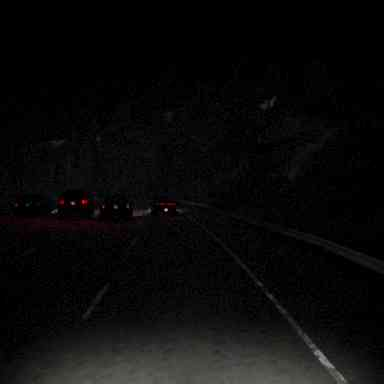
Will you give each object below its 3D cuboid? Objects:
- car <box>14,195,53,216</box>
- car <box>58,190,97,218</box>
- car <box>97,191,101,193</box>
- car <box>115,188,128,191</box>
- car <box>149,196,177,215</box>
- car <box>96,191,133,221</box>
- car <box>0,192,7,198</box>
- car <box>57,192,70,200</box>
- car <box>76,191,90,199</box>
[{"bbox_3d":[-13.152,0.999,27.872,2.097,1.767,4.553,-1,1,-10],"label":"car"},{"bbox_3d":[-8.991,0.868,26.146,2.150,2.045,5.566,0,0,-12],"label":"car"},{"bbox_3d":[-17.704,0.590,65.111,2.128,1.511,4.902,-1,1,-25],"label":"car"},{"bbox_3d":[-14.105,0.286,65.847,2.150,2.045,5.566,0,0,-25],"label":"car"},{"bbox_3d":[-2.454,1.087,27.953,1.837,1.490,4.892,0,1,-11],"label":"car"},{"bbox_3d":[-5.401,1.010,24.130,2.097,1.767,4.553,-1,1,-9],"label":"car"},{"bbox_3d":[-42.751,0.637,74.716,2.033,1.411,5.357,-1,1,-32],"label":"car"},{"bbox_3d":[-23.916,0.714,61.809,1.812,1.442,4.674,-1,1,-24],"label":"car"},{"bbox_3d":[-21.216,0.630,64.640,1.837,1.490,4.892,1,0,-26],"label":"car"}]
